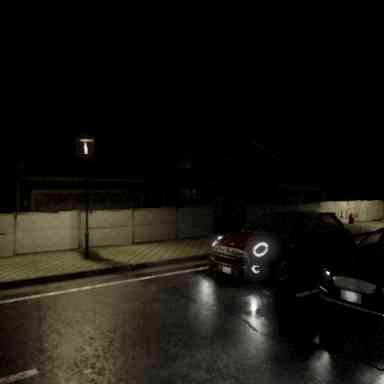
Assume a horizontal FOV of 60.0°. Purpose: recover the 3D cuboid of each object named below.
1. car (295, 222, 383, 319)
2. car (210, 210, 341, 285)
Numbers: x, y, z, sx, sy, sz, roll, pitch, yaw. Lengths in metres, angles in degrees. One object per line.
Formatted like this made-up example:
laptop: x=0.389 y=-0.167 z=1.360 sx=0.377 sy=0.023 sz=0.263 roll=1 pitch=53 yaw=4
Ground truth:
car: x=4.659 y=1.490 z=7.008 sx=4.902 sy=1.511 sz=2.128 roll=0 pitch=0 yaw=-35
car: x=2.693 y=1.350 z=9.598 sx=4.553 sy=1.767 sz=2.097 roll=0 pitch=0 yaw=-35
